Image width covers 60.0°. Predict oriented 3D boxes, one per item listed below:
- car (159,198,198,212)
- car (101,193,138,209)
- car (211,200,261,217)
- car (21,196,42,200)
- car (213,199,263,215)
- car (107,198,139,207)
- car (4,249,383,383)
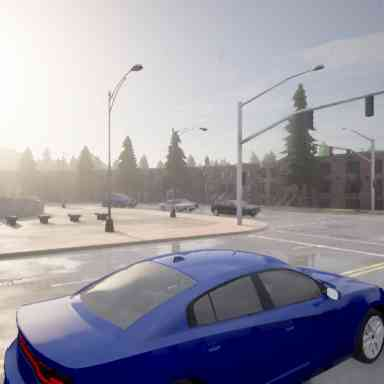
[{"bbox_3d":[-1.781,1.601,38.096,1.895,1.301,4.718,0,0,-39],"label":"car"},{"bbox_3d":[-10.196,1.221,46.243,5.566,2.045,2.150,0,0,35],"label":"car"},{"bbox_3d":[3.823,1.478,30.620,1.882,1.535,5.008,0,0,-36],"label":"car"},{"bbox_3d":[-29.876,1.505,60.696,4.892,1.490,1.837,0,0,5],"label":"car"},{"bbox_3d":[4.782,1.547,35.268,2.033,1.411,5.357,0,0,-36],"label":"car"},{"bbox_3d":[-10.481,1.601,50.606,4.718,1.301,1.895,0,0,31],"label":"car"},{"bbox_3d":[0.528,1.478,4.175,5.008,1.535,1.882,0,0,-35],"label":"car"}]
